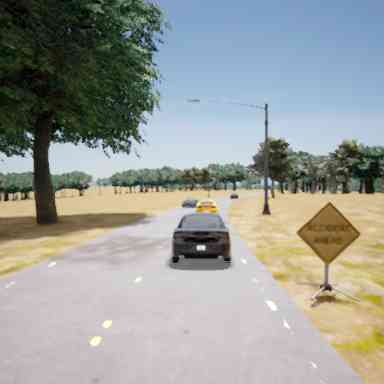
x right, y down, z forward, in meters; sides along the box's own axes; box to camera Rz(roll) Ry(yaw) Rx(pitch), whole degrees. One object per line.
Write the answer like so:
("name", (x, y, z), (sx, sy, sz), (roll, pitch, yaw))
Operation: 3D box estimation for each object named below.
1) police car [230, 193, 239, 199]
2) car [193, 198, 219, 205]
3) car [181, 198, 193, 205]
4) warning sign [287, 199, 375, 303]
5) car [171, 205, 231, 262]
("police car", (10.923, 1.022, 85.673), (1.930, 1.638, 5.238), (0, 1, 13))
("car", (1.401, 1.446, 30.099), (1.882, 1.535, 5.008), (0, 0, 5))
("car", (-0.239, 1.488, 45.414), (1.994, 1.385, 4.181), (0, 0, 7))
("warning sign", (2.752, 1.118, 6.765), (1.300, 1.860, 1.060), (1, 1, 1))
("car", (0.356, 1.473, 12.162), (1.882, 1.535, 5.008), (0, 0, 2))
